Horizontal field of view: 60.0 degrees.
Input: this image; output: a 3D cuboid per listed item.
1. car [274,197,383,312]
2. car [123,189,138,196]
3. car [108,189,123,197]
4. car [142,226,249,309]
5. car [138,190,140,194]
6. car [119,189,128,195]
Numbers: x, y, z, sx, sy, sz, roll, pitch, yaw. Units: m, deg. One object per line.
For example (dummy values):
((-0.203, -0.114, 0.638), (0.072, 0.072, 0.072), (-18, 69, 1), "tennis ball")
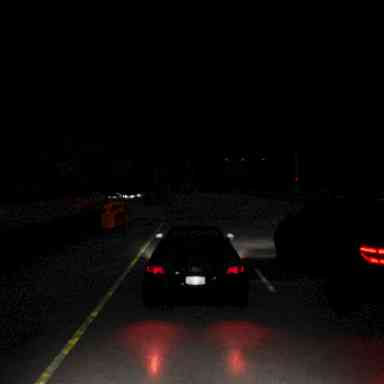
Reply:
((3.591, 1.117, 7.643), (2.150, 2.045, 5.566), (0, 1, -2), "car")
((-14.377, 0.266, 76.603), (1.994, 1.385, 4.181), (0, 1, 0), "car")
((-17.872, 0.271, 75.584), (2.033, 1.411, 5.357), (0, 1, 0), "car")
((0.069, 1.459, 7.718), (1.994, 1.385, 4.181), (0, 1, 0), "car")
((-15.458, 0.033, 92.192), (1.895, 1.301, 4.718), (0, 1, -7), "car")
((-18.875, -0.009, 91.406), (2.033, 1.411, 5.357), (0, 1, -7), "car")
